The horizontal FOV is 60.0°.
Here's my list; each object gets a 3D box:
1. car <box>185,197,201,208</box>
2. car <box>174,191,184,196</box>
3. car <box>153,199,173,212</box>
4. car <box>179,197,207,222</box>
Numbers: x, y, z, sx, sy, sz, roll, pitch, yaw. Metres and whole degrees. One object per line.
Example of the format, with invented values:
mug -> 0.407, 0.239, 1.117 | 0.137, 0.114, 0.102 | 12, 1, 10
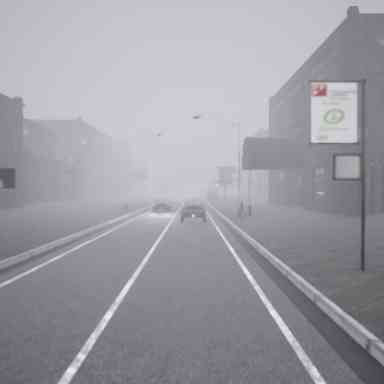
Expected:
car -> 0.097, 1.327, 43.149 | 1.895, 1.301, 4.718 | 0, 1, 0
car -> -3.005, 0.446, 78.232 | 2.097, 1.767, 4.553 | 0, 1, 0
car -> -3.095, 1.391, 35.647 | 1.895, 1.301, 4.718 | 0, 0, 0
car -> 0.098, 1.370, 25.268 | 1.837, 1.490, 4.892 | 0, 0, 0
